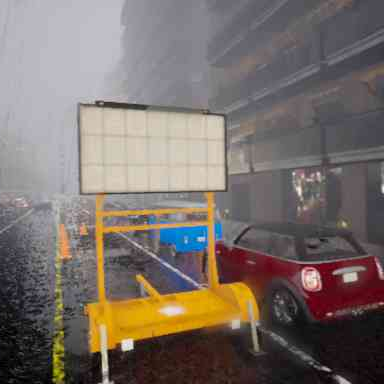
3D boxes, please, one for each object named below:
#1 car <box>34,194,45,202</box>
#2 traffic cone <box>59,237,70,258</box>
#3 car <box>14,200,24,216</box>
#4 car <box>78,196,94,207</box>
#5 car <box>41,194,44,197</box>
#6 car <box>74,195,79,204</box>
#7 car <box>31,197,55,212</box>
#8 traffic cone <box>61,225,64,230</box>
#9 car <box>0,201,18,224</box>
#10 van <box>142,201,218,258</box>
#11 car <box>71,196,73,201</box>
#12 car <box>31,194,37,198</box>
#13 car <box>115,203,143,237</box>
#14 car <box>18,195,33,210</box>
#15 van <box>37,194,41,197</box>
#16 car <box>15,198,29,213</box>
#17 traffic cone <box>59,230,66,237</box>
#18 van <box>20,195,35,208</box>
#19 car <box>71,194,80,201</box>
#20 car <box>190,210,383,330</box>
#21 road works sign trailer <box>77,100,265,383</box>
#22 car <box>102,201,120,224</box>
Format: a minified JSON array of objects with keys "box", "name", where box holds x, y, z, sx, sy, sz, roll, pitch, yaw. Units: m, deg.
[{"box":[-37.718,1.470,82.085,2.192,1.841,5.009,-1,0,-22],"name":"car"},{"box":[-4.369,1.941,11.431,0.340,0.580,0.340,-1,1,-22],"name":"traffic cone"},{"box":[-16.605,1.662,29.893,1.802,1.307,4.206,-1,0,-22],"name":"car"},{"box":[-15.170,1.495,48.690,1.802,1.307,4.206,-1,0,-22],"name":"car"},{"box":[-33.492,1.701,71.648,1.947,1.339,4.313,-1,0,-22],"name":"car"},{"box":[-19.395,1.369,59.129,1.967,1.590,4.097,-1,0,-22],"name":"car"},{"box":[-17.695,1.629,39.639,1.895,1.301,4.718,-1,0,-21],"name":"car"},{"box":[-5.869,1.941,15.139,0.340,0.580,0.340,-1,1,-22],"name":"traffic cone"},{"box":[-14.494,1.646,24.674,1.947,1.339,4.313,-1,0,-22],"name":"car"},{"box":[-0.398,1.241,12.153,1.690,1.788,3.998,-1,0,-22],"name":"van"},{"box":[-25.725,1.519,74.789,1.947,1.339,4.313,-1,0,-22],"name":"car"},{"box":[-22.943,1.410,45.547,2.192,1.841,5.009,-1,0,-22],"name":"car"},{"box":[-2.505,1.466,17.375,1.947,1.339,4.313,-1,0,-22],"name":"car"},{"box":[-20.828,1.528,40.328,1.967,1.590,4.097,-1,0,-22],"name":"car"},{"box":[-29.275,1.459,61.207,1.690,1.788,3.998,-1,0,-22],"name":"van"},{"box":[-18.716,1.626,35.111,1.887,1.381,4.507,-1,0,-22],"name":"car"},{"box":[-5.119,1.941,13.285,0.340,0.580,0.340,-1,1,-22],"name":"traffic cone"},{"box":[-25.053,1.444,50.767,1.690,1.788,3.998,-1,0,-22],"name":"van"},{"box":[-29.949,1.413,85.227,1.967,1.590,4.097,-1,0,-22],"name":"car"},{"box":[1.715,1.341,6.933,1.967,1.590,4.097,-1,0,-22],"name":"car"},{"box":[-0.593,0.424,5.407,2.380,3.560,2.880,-1,1,-22],"name":"road works sign trailer"},{"box":[-4.616,1.450,22.594,2.008,1.369,4.403,-1,0,-22],"name":"car"}]
